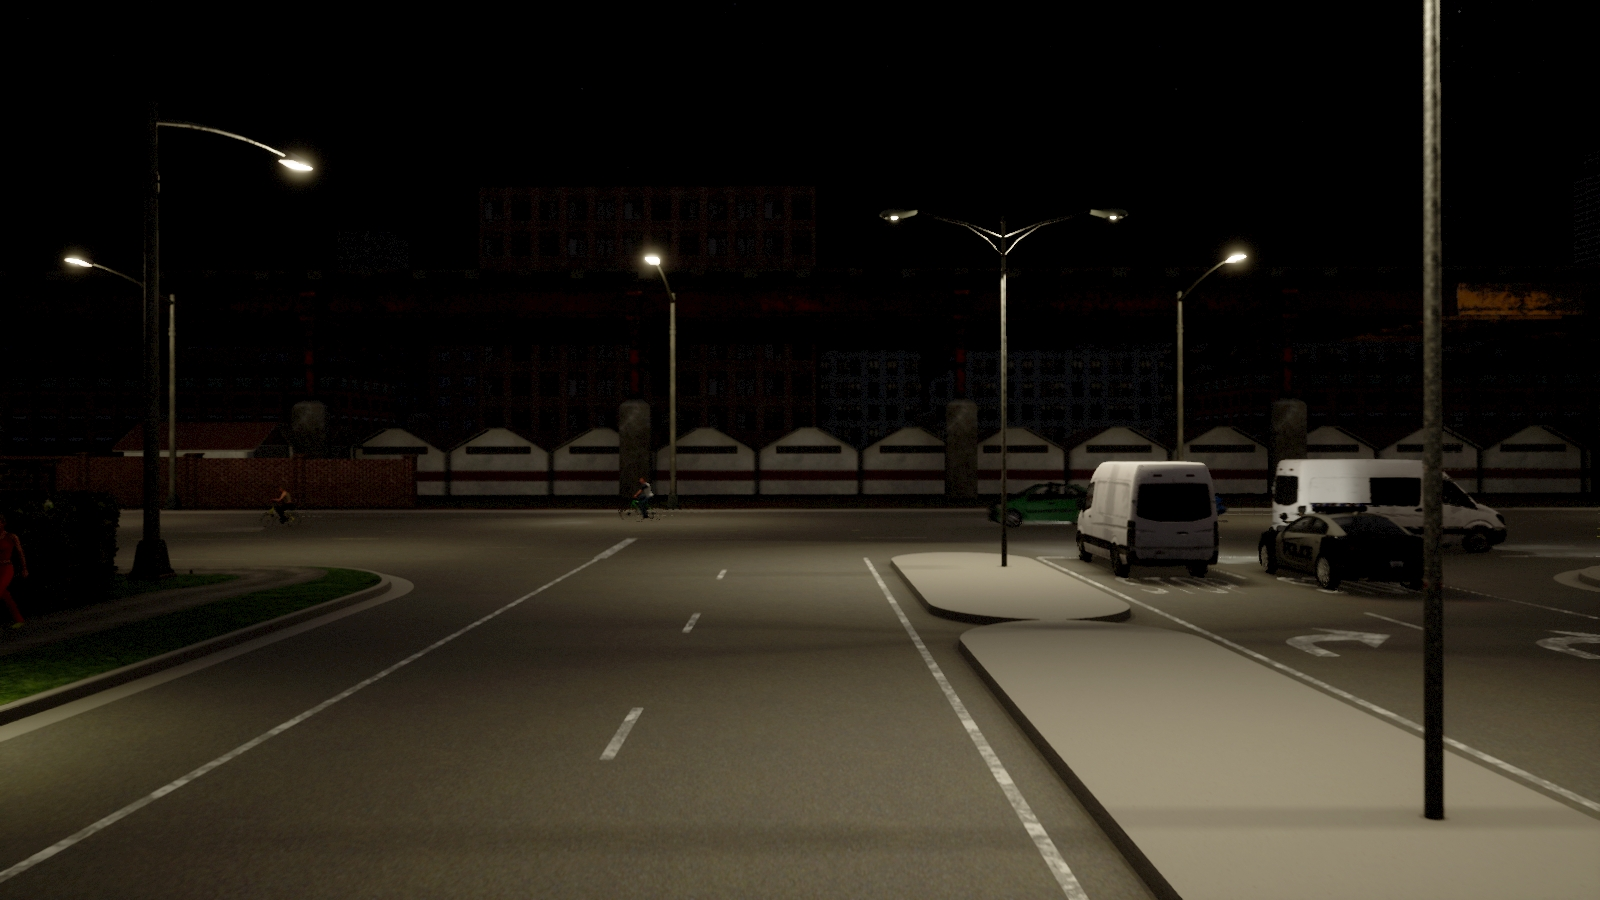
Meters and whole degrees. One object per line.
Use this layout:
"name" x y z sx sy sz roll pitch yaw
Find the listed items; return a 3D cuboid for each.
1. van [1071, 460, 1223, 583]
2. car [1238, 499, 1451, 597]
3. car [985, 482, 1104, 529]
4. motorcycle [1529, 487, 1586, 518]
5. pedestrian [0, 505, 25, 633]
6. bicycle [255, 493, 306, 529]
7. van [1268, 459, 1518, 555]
"van" 8.086 1.552 27.251 1.988 2.561 5.915 0 0 2
"car" 11.394 1.988 24.424 2.097 1.638 5.238 0 0 1
"car" 8.986 2.033 42.195 3.988 1.617 1.851 0 0 0
"motorcycle" 31.361 2.170 47.328 1.805 1.236 0.856 0 0 -1
"pedestrian" -11.744 1.746 16.857 0.375 1.860 0.375 0 0 0
"bicycle" -19.212 2.243 42.283 1.487 1.301 0.859 0 0 0
"van" 16.333 1.538 31.679 5.915 2.561 1.988 0 0 0
